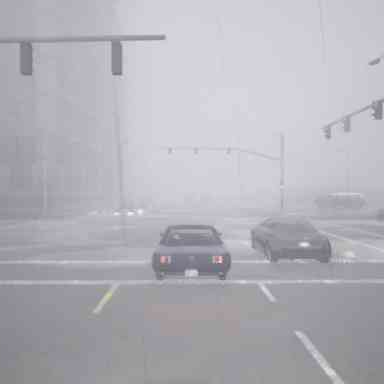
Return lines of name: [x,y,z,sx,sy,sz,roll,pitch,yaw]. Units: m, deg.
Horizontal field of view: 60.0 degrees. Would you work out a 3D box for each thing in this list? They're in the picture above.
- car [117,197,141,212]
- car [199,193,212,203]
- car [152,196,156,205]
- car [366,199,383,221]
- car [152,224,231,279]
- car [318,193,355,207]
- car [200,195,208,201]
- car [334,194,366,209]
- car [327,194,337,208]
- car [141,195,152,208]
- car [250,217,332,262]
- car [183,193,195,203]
car: [-7.600,1.526,39.363,1.837,1.490,4.892,0,0,0]
car: [2.860,1.254,67.994,2.150,2.045,5.566,0,0,0]
car: [-7.617,1.382,58.480,2.097,1.767,4.553,0,0,0]
car: [16.841,1.555,25.979,4.902,1.511,2.128,0,0,0]
car: [-0.038,1.617,9.992,1.895,1.301,4.718,0,0,-1]
car: [24.692,1.230,56.996,4.605,1.855,1.932,0,0,0]
car: [2.813,1.424,78.385,1.812,1.442,4.674,0,0,0]
car: [24.728,1.469,51.418,3.806,1.475,1.970,0,0,0]
car: [24.736,1.439,54.313,3.905,1.438,1.784,0,0,0]
car: [-7.637,1.517,48.716,2.128,1.511,4.902,0,0,0]
car: [3.427,1.594,12.234,1.994,1.385,4.181,0,0,-1]
car: [-0.640,1.255,67.978,2.150,2.045,5.566,0,0,0]
